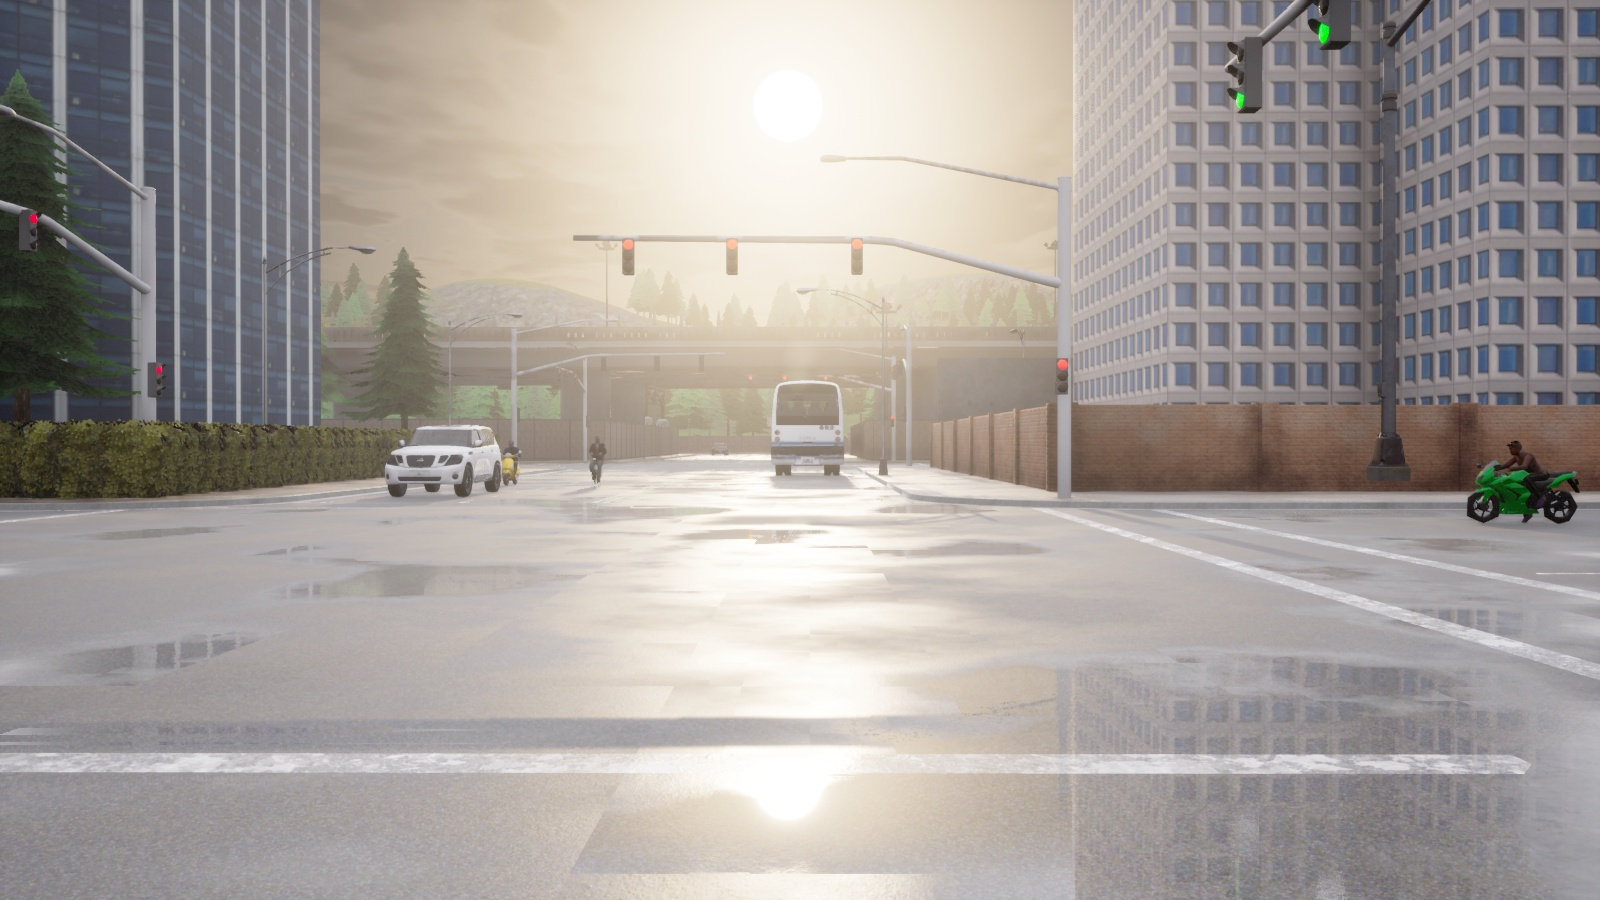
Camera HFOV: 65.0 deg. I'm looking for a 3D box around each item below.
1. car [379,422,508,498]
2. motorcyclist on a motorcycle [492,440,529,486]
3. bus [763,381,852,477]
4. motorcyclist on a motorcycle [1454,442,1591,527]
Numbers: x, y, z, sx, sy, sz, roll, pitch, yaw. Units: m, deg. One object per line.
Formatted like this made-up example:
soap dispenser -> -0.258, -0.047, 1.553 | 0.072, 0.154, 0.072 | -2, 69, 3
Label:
car -> -10.274, 0.250, 36.693 | 2.150, 2.045, 5.566 | 0, 0, 0
motorcyclist on a motorcycle -> -10.227, 0.441, 44.414 | 0.866, 1.590, 1.817 | 0, 0, 0
bus -> 0.368, -0.972, 60.677 | 3.944, 4.253, 10.273 | 0, 0, 0
motorcyclist on a motorcycle -> 13.195, 0.610, 22.974 | 2.044, 1.523, 0.797 | 0, 0, 1
